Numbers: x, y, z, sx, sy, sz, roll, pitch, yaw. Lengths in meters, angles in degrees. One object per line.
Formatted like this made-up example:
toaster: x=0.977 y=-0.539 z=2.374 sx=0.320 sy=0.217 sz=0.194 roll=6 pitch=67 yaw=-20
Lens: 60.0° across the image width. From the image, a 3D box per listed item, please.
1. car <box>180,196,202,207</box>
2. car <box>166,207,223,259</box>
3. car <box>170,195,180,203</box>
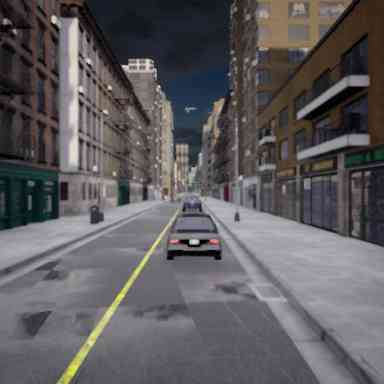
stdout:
car: x=0.035 y=1.224 z=37.825 sx=2.097 sy=1.767 sz=4.553 roll=0 pitch=0 yaw=0
car: x=0.068 y=1.491 z=12.222 sx=2.033 sy=1.411 sz=5.357 roll=0 pitch=0 yaw=0
car: x=-3.111 y=1.323 z=63.815 sx=2.128 sy=1.511 sz=4.902 roll=0 pitch=0 yaw=0
